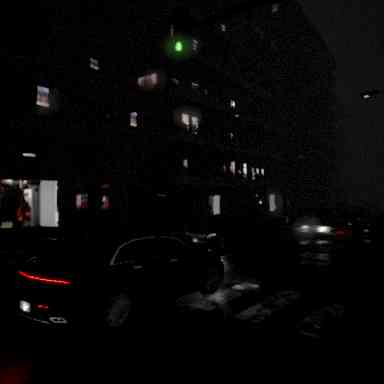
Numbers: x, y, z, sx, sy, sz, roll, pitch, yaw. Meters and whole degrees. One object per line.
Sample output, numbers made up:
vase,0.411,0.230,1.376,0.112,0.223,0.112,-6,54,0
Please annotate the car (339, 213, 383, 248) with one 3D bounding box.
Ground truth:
car,8.811,1.926,16.091,2.008,1.369,4.403,-1,-2,35

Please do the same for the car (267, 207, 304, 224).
car,8.336,2.152,30.357,2.008,1.369,4.403,-1,-2,35

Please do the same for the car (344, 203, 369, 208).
car,21.839,2.542,44.462,2.033,1.411,5.357,0,-1,35

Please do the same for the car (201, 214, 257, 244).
car,1.534,1.822,16.039,1.812,1.442,4.674,0,-1,37

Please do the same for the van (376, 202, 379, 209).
van,44.339,3.217,80.768,1.690,1.788,3.998,-1,-2,35

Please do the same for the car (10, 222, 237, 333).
car,-1.100,1.552,6.979,1.837,1.490,4.892,0,-2,35

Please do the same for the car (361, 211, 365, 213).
car,12.006,2.034,20.604,2.008,1.369,4.403,-1,-2,35

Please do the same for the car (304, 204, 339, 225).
car,11.583,2.139,30.184,1.837,1.490,4.892,0,-1,35

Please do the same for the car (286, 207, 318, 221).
car,11.597,2.279,34.948,1.947,1.339,4.313,-1,-2,35

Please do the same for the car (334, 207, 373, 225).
car,13.435,2.211,27.448,1.895,1.301,4.718,0,-1,35

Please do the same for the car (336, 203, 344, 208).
car,18.257,2.490,44.033,2.008,1.369,4.403,-1,-2,35

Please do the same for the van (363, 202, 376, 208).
van,37.819,2.978,71.586,1.690,1.788,3.998,-1,-2,35

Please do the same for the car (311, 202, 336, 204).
car,14.995,2.141,39.448,2.192,1.841,5.009,-1,-2,35
